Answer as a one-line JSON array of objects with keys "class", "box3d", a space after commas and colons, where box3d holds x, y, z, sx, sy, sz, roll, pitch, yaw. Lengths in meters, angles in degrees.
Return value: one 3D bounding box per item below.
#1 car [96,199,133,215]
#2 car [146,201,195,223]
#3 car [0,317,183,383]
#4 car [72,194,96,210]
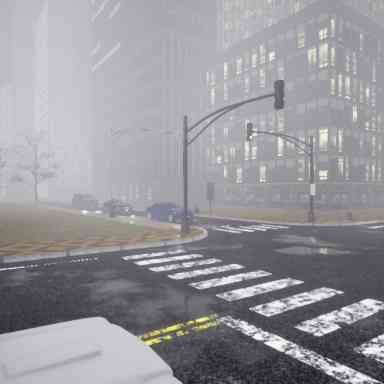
[{"class": "car", "box3d": [-7.744, 1.497, 34.268, 2.128, 1.511, 4.902, 0, 0, -35]}, {"class": "car", "box3d": [-1.767, 1.484, 25.807, 1.882, 1.535, 5.008, 0, 0, -36]}, {"class": "car", "box3d": [-2.256, 1.601, 1.834, 4.718, 1.301, 1.895, 0, 0, -36]}, {"class": "car", "box3d": [-13.832, 1.227, 42.908, 2.150, 2.045, 5.566, 0, 0, -35]}]
